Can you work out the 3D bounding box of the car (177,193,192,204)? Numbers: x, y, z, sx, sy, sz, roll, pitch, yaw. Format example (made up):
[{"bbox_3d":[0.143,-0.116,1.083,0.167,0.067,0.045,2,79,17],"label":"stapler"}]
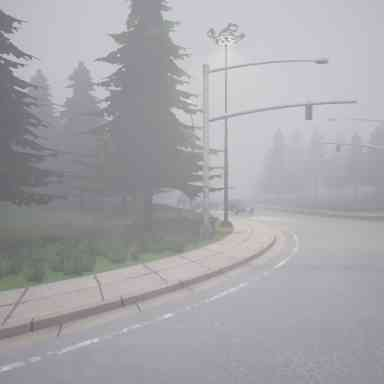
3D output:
[{"bbox_3d":[-0.867,1.221,54.072,2.150,2.045,5.566,0,0,-17],"label":"car"}]

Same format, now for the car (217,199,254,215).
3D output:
[{"bbox_3d":[4.717,1.491,34.282,2.128,1.511,4.902,0,0,-15],"label":"car"}]

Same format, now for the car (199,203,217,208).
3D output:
[{"bbox_3d":[2.064,1.601,43.922,1.895,1.301,4.718,0,0,-16],"label":"car"}]
